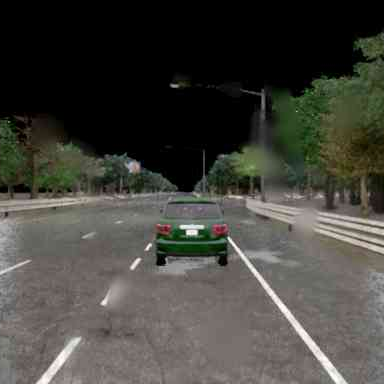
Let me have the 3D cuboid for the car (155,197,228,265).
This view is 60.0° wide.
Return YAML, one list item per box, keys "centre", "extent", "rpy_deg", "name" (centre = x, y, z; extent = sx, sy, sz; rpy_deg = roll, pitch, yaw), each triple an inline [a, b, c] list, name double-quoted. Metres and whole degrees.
- centre: [-0.002, 1.189, 11.723]
  extent: [2.150, 2.045, 5.566]
  rpy_deg: [0, 0, 0]
  name: "car"

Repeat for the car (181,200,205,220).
- centre: [0.186, 1.456, 28.132]
  extent: [1.812, 1.442, 4.674]
  rpy_deg: [0, 0, 3]
  name: "car"

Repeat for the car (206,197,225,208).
- centre: [3.393, 1.403, 47.661]
  extent: [1.812, 1.442, 4.674]
  rpy_deg: [0, 0, 16]
  name: "car"
